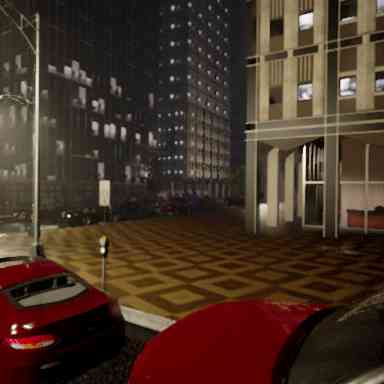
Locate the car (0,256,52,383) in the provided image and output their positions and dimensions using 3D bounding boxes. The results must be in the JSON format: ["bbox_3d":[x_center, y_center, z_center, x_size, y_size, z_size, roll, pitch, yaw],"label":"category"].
[{"bbox_3d":[-2.776,1.617,4.836,4.206,1.307,1.802,0,1,35],"label":"car"}]

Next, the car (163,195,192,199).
[{"bbox_3d":[-2.294,1.469,44.964,1.812,1.442,4.674,1,1,31],"label":"car"}]

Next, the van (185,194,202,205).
[{"bbox_3d":[-0.522,1.208,53.149,1.690,1.788,3.998,1,1,30],"label":"van"}]

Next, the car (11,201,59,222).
[{"bbox_3d":[-12.392,1.551,27.617,1.837,1.490,4.892,1,1,30],"label":"car"}]

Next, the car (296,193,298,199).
[{"bbox_3d":[23.853,1.118,78.379,2.192,1.841,5.009,1,1,30],"label":"car"}]

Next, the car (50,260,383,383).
[{"bbox_3d":[1.800,1.311,1.568,5.009,1.841,2.192,0,1,35],"label":"car"}]

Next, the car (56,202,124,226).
[{"bbox_3d":[-7.411,1.690,24.654,1.947,1.339,4.313,1,1,30],"label":"car"}]

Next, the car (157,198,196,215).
[{"bbox_3d":[-1.727,1.647,34.423,1.802,1.307,4.206,1,1,30],"label":"car"}]

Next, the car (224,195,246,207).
[{"bbox_3d":[6.800,1.418,49.074,1.967,1.590,4.097,1,1,30],"label":"car"}]

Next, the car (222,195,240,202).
[{"bbox_3d":[8.007,1.324,67.815,1.887,1.381,4.507,1,1,30],"label":"car"}]

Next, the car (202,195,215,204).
[{"bbox_3d":[2.320,1.278,58.038,1.967,1.590,4.097,1,1,30],"label":"car"}]

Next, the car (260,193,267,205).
[{"bbox_3d":[12.568,1.444,58.991,1.752,1.417,4.829,1,1,30],"label":"car"}]

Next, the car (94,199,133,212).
[{"bbox_3d":[-9.057,1.521,38.488,1.947,1.339,4.313,1,1,30],"label":"car"}]

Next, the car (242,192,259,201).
[{"bbox_3d":[13.698,1.036,77.588,2.192,1.841,5.009,1,1,30],"label":"car"}]

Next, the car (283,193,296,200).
[{"bbox_3d":[21.007,1.413,73.498,1.802,1.307,4.206,1,1,30],"label":"car"}]

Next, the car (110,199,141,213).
[{"bbox_3d":[-7.396,1.559,36.215,1.994,1.385,4.181,1,1,30],"label":"car"}]
